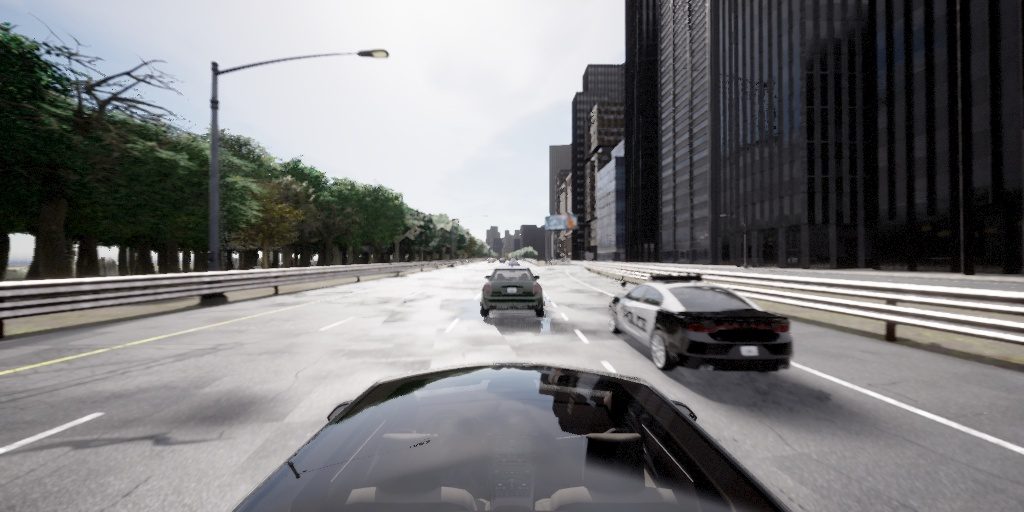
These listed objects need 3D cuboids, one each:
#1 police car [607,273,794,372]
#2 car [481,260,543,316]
[{"bbox_3d":[3.504,1.200,7.875,1.930,1.638,5.238,0,0,0],"label":"police car"},{"bbox_3d":[0.013,1.148,13.810,2.097,1.767,4.553,0,0,0],"label":"car"}]
